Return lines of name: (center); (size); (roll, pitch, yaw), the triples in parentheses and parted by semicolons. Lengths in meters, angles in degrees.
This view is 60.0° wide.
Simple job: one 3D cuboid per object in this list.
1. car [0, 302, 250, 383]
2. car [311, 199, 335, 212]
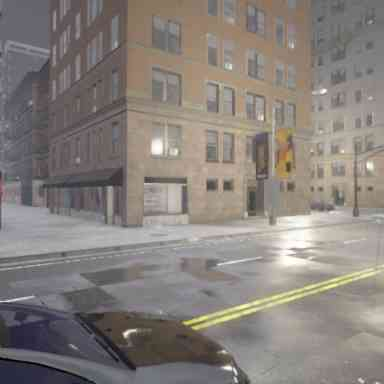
car: (-1.497, 1.564, 2.338); (4.181, 1.385, 1.994); (0, 0, -36)
car: (14.123, 1.539, 38.221); (1.994, 1.385, 4.181); (0, 0, -36)
